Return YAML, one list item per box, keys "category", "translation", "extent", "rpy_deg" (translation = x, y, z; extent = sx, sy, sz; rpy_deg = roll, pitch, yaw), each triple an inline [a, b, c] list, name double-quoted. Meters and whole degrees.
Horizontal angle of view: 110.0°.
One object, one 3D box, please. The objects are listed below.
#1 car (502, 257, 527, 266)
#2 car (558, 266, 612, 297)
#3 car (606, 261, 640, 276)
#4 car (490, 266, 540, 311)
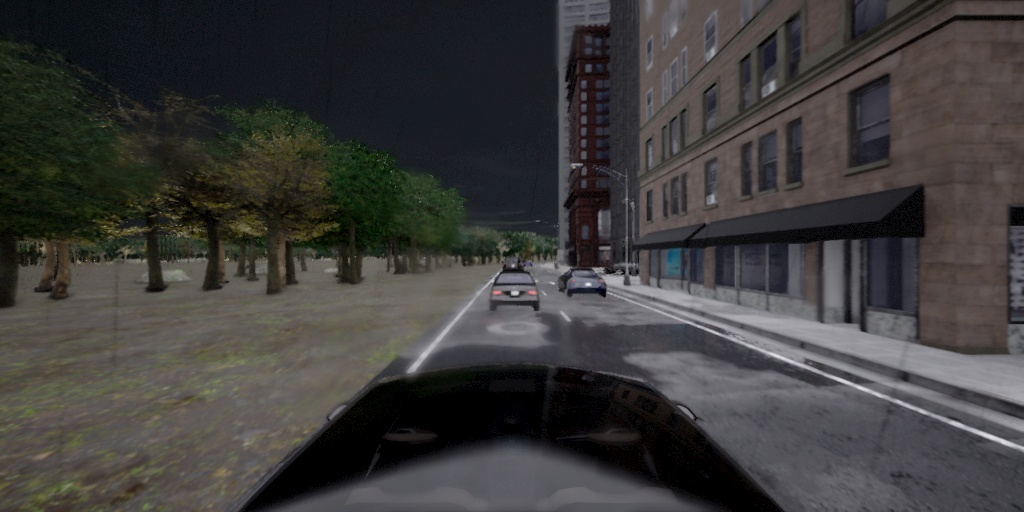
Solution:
- category: "car"
  translation: [0.107, 1.092, 37.480]
  extent: [2.150, 2.045, 5.566]
  rpy_deg: [0, 0, 0]
- category: "car"
  translation: [3.605, 1.324, 18.959]
  extent: [1.994, 1.385, 4.181]
  rpy_deg: [0, 0, 0]
- category: "car"
  translation: [12.021, 1.327, 36.714]
  extent: [5.008, 1.535, 1.882]
  rpy_deg: [0, -1, -4]
- category: "car"
  translation: [0.104, 1.290, 14.422]
  extent: [2.033, 1.411, 5.357]
  rpy_deg: [0, 0, 0]
